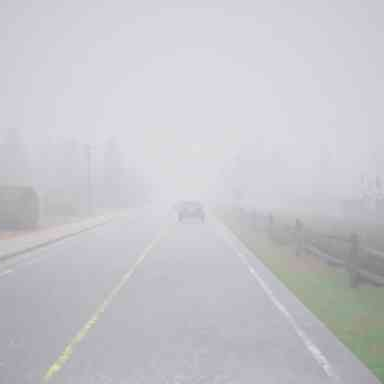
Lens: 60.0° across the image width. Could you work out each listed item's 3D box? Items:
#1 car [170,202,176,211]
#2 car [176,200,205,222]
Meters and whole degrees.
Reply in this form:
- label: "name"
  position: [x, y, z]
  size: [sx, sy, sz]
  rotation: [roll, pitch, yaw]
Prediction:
- label: "car"
  position: [-1.122, 1.683, 40.806]
  size: [2.033, 1.411, 5.357]
  rotation: [0, 0, -19]
- label: "car"
  position: [-0.006, 1.440, 27.686]
  size: [2.097, 1.767, 4.553]
  rotation: [0, 0, 0]
